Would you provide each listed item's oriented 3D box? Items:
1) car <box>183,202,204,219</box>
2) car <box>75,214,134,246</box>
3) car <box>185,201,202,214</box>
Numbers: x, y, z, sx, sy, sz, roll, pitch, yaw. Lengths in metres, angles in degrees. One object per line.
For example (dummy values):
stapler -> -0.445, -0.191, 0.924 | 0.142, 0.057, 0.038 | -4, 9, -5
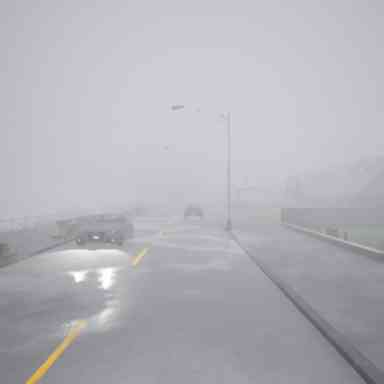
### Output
car -> 0.162, 1.880, 32.926 | 1.837, 1.490, 4.892 | 0, -1, 0
car -> -4.052, 1.747, 16.050 | 1.994, 1.385, 4.181 | 0, -1, 0
car -> 0.169, 1.985, 43.326 | 2.128, 1.511, 4.902 | 0, -1, 0
